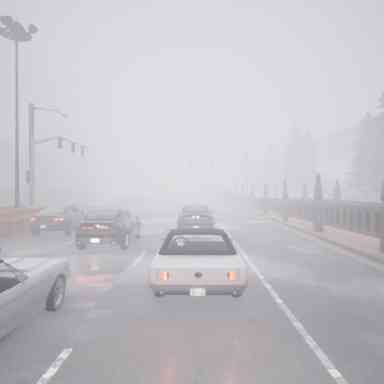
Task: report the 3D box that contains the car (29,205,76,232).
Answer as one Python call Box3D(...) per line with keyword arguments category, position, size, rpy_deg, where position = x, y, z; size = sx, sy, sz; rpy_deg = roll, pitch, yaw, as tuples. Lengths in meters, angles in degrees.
Box3D(category="car", position=(-6.843, 1.400, 17.537), size=(1.812, 1.442, 4.674), rpy_deg=(0, 0, -1))

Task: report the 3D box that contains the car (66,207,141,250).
Box3D(category="car", position=(-3.338, 1.407, 13.908), size=(1.837, 1.490, 4.892), rpy_deg=(0, 0, 0))

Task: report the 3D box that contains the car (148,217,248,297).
Box3D(category="car", position=(0.131, 1.546, 8.371), size=(1.895, 1.301, 4.718), rpy_deg=(0, 0, 0))

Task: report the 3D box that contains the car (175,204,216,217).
Box3D(category="car", position=(0.186, 1.378, 17.631), size=(1.837, 1.490, 4.892), rpy_deg=(0, 0, 0))

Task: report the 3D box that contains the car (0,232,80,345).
Box3D(category="car", position=(-3.385, 1.574, 4.682), size=(1.895, 1.301, 4.718), rpy_deg=(0, 0, 0))
